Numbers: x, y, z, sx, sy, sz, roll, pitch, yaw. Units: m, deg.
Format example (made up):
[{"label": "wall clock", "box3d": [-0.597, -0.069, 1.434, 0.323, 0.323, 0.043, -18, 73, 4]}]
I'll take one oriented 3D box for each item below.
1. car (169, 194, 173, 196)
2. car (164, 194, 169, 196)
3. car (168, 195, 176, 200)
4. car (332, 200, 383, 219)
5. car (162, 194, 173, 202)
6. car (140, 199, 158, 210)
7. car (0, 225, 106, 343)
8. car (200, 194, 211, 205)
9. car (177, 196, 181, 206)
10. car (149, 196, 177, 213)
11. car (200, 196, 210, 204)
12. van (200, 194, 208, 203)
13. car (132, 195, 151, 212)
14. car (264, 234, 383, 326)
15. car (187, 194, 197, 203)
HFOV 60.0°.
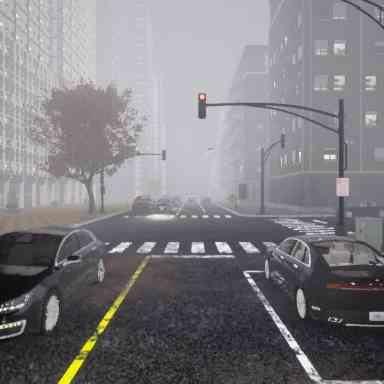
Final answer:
[{"label": "car", "box3d": [-3.099, 1.529, 65.933, 1.882, 1.535, 5.008, 0, 0, 0]}, {"label": "car", "box3d": [-5.769, 1.627, 72.480, 1.947, 1.339, 4.313, 0, 0, 0]}, {"label": "car", "box3d": [-5.793, 1.654, 94.571, 2.008, 1.369, 4.403, 0, 0, 0]}, {"label": "car", "box3d": [13.397, 1.350, 26.380, 4.403, 1.369, 2.008, -1, 1, -1]}, {"label": "car", "box3d": [-5.776, 1.386, 78.002, 2.192, 1.841, 5.009, 0, 0, 0]}, {"label": "car", "box3d": [-5.740, 1.593, 44.865, 1.947, 1.339, 4.313, 0, 0, 0]}, {"label": "car", "box3d": [-3.108, 1.507, 6.714, 1.837, 1.490, 4.892, 0, -1, 0]}, {"label": "car", "box3d": [2.623, 1.611, 61.442, 1.947, 1.339, 4.313, 0, 0, 0]}, {"label": "car", "box3d": [-3.151, 1.633, 50.755, 1.895, 1.301, 4.718, 0, 0, 0]}, {"label": "car", "box3d": [-3.138, 1.510, 37.157, 2.128, 1.511, 4.902, 0, 0, 0]}, {"label": "car", "box3d": [2.617, 1.578, 67.135, 1.752, 1.417, 4.829, 0, 0, 0]}, {"label": "van", "box3d": [2.611, 1.402, 72.489, 1.690, 1.788, 3.998, 0, 0, 0]}, {"label": "car", "box3d": [-5.735, 1.336, 39.342, 2.192, 1.841, 5.009, 0, 0, 0]}, {"label": "car", "box3d": [2.681, 1.552, 6.963, 2.008, 1.369, 4.403, 0, 0, 0]}, {"label": "car", "box3d": [-0.074, 1.603, 68.670, 2.033, 1.411, 5.357, 0, 0, 0]}]
